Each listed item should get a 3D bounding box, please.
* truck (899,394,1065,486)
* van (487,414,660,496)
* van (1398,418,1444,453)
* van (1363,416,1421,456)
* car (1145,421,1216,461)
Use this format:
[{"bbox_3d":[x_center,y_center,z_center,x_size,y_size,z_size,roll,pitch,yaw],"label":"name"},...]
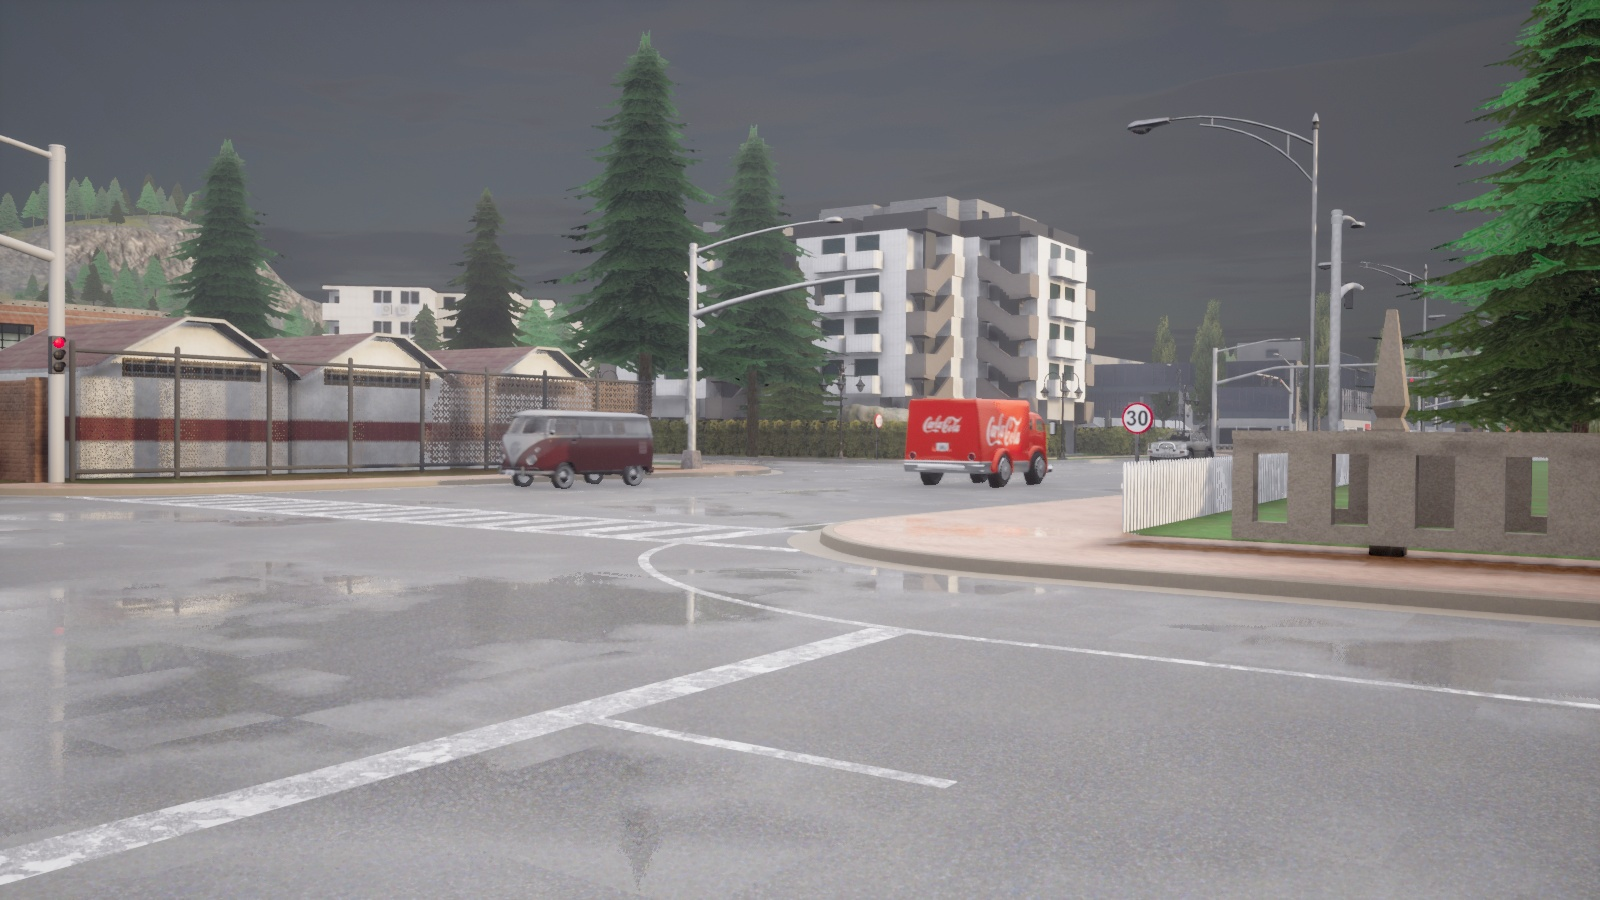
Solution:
[{"bbox_3d":[5.354,-0.309,36.311,2.627,2.467,5.204,0,1,35],"label":"truck"},{"bbox_3d":[-5.796,0.074,32.696,1.775,1.987,4.442,0,1,35],"label":"van"},{"bbox_3d":[37.115,-0.881,75.025,1.775,1.987,4.442,0,1,35],"label":"van"},{"bbox_3d":[32.019,-0.766,67.845,2.069,2.038,4.480,0,1,35],"label":"van"},{"bbox_3d":[18.483,-0.462,60.863,1.932,1.855,4.605,0,1,35],"label":"car"}]
